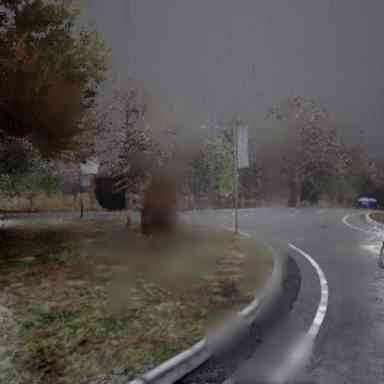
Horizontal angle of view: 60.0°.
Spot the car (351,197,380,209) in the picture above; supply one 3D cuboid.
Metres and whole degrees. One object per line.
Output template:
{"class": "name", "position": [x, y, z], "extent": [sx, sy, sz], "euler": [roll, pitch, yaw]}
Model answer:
{"class": "car", "position": [22.345, 1.427, 42.676], "extent": [5.008, 1.535, 1.882], "euler": [3, -2, -39]}

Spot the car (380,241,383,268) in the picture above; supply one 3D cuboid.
{"class": "car", "position": [5.509, 1.354, 7.124], "extent": [1.882, 1.535, 5.008], "euler": [0, 1, 20]}
